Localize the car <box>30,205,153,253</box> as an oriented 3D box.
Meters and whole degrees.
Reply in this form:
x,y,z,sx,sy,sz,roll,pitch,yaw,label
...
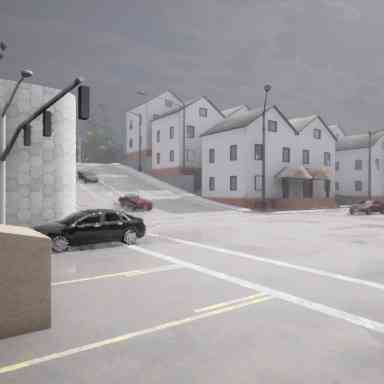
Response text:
x,y,z,sx,sy,sz,roll,pitch,yaw,label
-4.229,1.505,13.805,4.892,1.490,1.837,0,2,-39,car

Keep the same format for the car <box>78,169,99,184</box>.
x,y,z,sx,sy,sz,roll,pitch,yaw,label
-14.219,-2.216,45.505,1.837,1.490,4.892,0,14,-34,car

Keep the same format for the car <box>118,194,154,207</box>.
x,y,z,sx,sy,sz,roll,pitch,yaw,label
-5.595,0.972,32.964,1.895,1.301,4.718,0,7,-35,car

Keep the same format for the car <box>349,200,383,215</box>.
x,y,z,sx,sy,sz,roll,pitch,yaw,label
17.887,1.526,33.751,4.674,1.442,1.812,0,0,-35,car
